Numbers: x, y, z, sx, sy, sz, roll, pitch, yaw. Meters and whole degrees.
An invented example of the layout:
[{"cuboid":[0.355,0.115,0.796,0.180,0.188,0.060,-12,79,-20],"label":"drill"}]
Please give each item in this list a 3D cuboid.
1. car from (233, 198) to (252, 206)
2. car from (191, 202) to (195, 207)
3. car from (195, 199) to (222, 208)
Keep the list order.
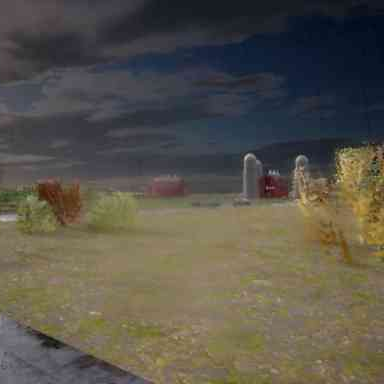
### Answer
[{"cuboid":[9.841,1.873,64.495,2.097,1.767,4.553,-1,-1,36],"label":"car"},{"cuboid":[1.757,2.070,59.356,1.895,1.301,4.718,-1,-1,36],"label":"car"},{"cuboid":[3.243,1.884,55.317,2.128,1.511,4.902,-1,-2,36],"label":"car"}]
